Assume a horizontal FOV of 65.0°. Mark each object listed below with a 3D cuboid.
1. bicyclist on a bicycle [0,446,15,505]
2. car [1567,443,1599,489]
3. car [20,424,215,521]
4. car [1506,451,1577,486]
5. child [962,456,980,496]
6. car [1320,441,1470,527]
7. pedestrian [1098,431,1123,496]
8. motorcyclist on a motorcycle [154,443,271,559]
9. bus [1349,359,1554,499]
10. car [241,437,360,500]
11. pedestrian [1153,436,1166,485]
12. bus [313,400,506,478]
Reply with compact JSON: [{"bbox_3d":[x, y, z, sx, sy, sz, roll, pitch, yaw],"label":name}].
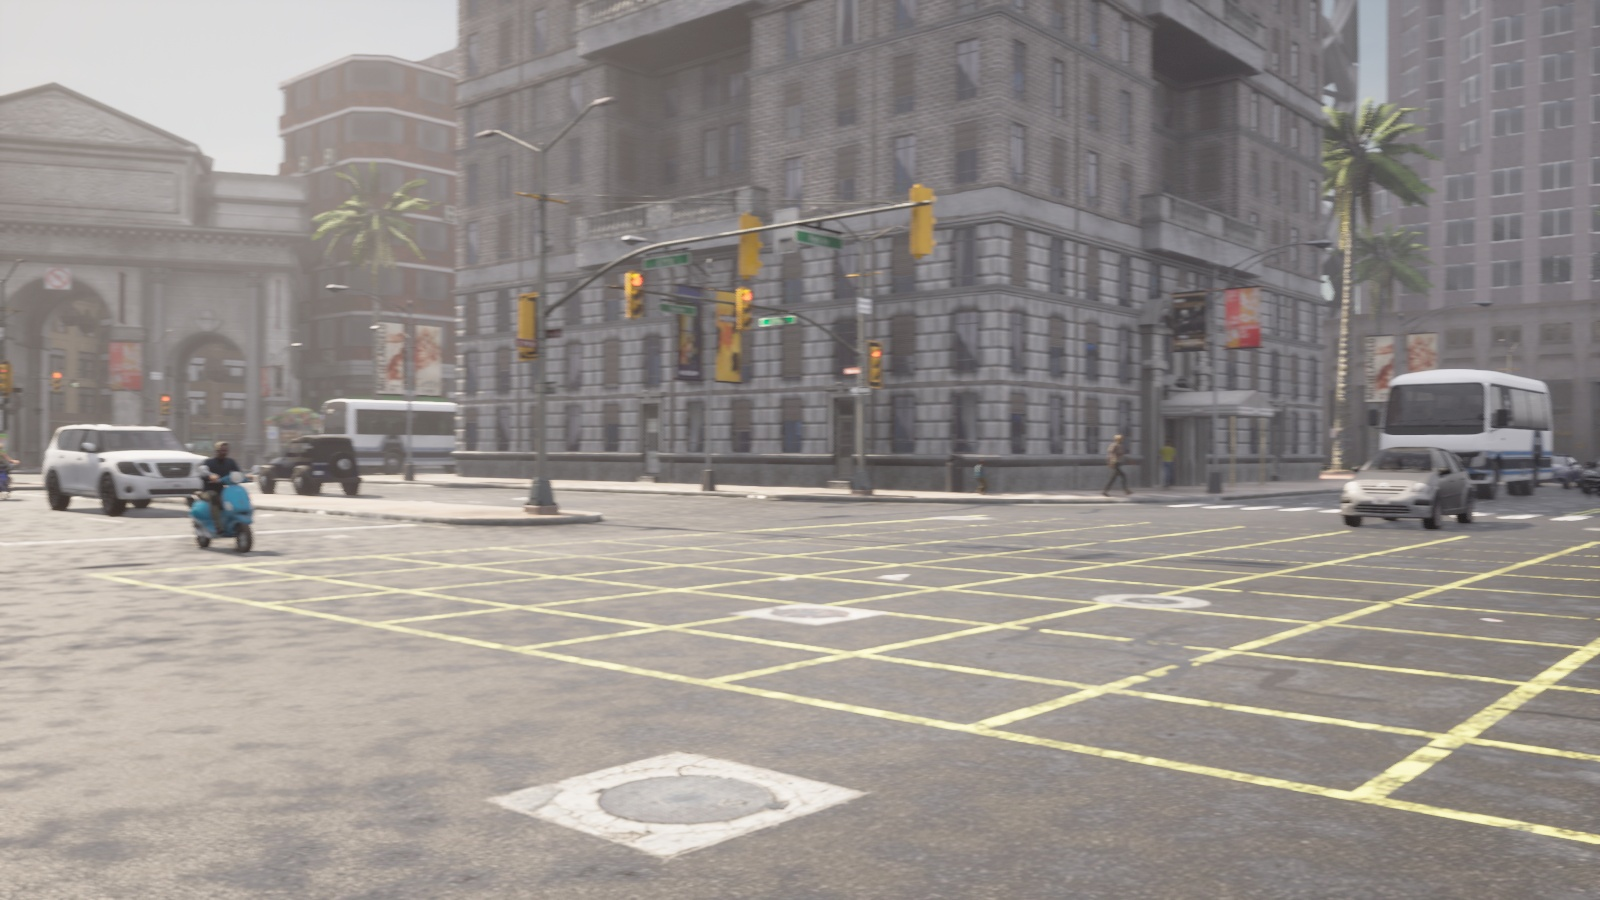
[{"bbox_3d":[-22.600,0.694,34.959,1.509,1.612,0.866,0,0,41],"label":"bicyclist on a bicycle"},{"bbox_3d":[30.291,0.575,46.749,2.242,1.667,4.611,0,0,41],"label":"car"},{"bbox_3d":[-15.949,0.472,29.200,5.566,2.045,2.150,0,0,41],"label":"car"},{"bbox_3d":[31.776,0.756,53.762,1.812,1.442,4.674,0,0,41],"label":"car"},{"bbox_3d":[5.136,0.780,37.790,0.448,1.192,0.343,0,0,25],"label":"child"},{"bbox_3d":[12.227,0.637,25.668,1.851,1.617,3.988,0,0,40],"label":"car"},{"bbox_3d":[8.905,0.397,36.026,0.634,1.846,0.331,0,0,39],"label":"pedestrian"},{"bbox_3d":[-8.479,0.702,18.098,1.817,1.590,0.866,0,0,41],"label":"motorcyclist on a motorcycle"},{"bbox_3d":[22.655,-0.642,43.271,3.944,4.253,10.273,0,0,41],"label":"bus"},{"bbox_3d":[-15.794,0.550,39.653,3.866,1.878,1.905,0,0,41],"label":"car"},{"bbox_3d":[13.442,0.396,46.955,0.354,1.836,0.706,0,0,25],"label":"pedestrian"},{"bbox_3d":[-22.776,-0.617,73.806,3.944,4.253,10.273,0,0,41],"label":"bus"}]
